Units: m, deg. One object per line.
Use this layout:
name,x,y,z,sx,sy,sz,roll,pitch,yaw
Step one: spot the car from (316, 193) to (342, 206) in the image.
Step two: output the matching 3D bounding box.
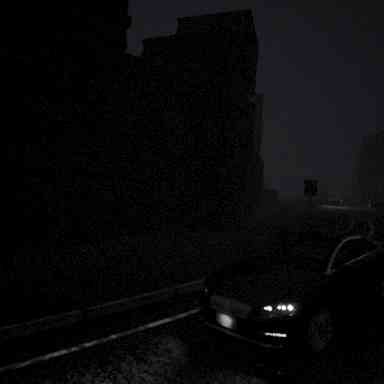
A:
car,17.910,0.923,43.527,1.882,1.535,5.008,3,2,1

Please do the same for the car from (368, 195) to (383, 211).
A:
car,21.018,1.164,36.220,2.097,1.767,4.553,3,1,7

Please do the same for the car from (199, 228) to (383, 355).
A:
car,2.234,1.494,6.269,4.902,1.511,2.128,0,0,-44
